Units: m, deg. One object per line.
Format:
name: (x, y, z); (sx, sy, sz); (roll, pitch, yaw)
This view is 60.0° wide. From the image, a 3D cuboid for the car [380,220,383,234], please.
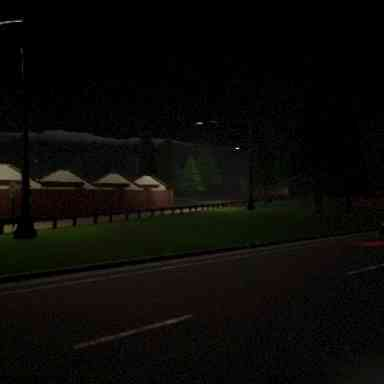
car: (11.093, 1.518, 15.952); (5.357, 1.411, 2.033); (0, 0, -35)
